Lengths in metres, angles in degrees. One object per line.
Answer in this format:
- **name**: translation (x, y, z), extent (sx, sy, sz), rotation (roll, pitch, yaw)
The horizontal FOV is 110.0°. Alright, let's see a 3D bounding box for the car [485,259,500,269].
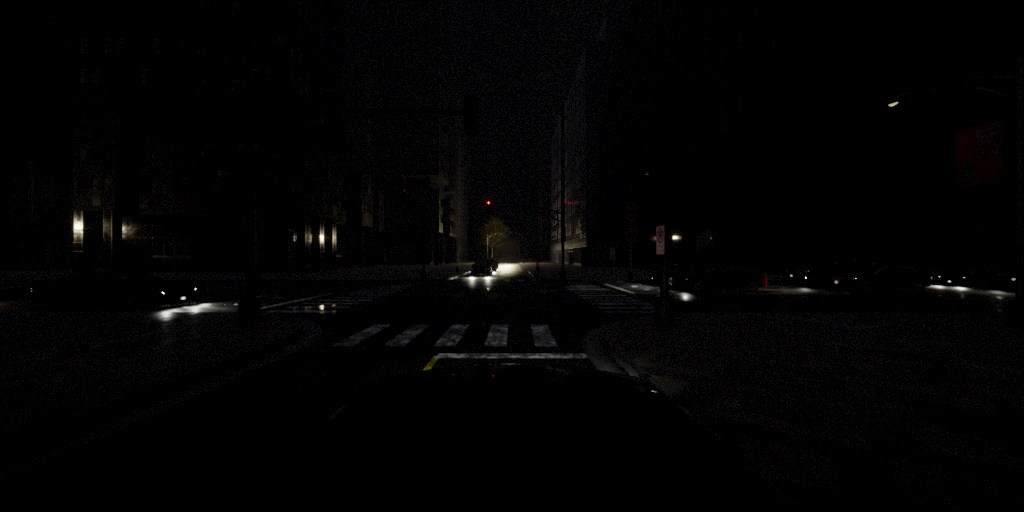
- **car**: translation (-3.126, 1.230, 57.176), extent (2.128, 1.511, 4.902), rotation (0, 0, 0)

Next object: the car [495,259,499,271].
- **car**: translation (-3.115, 1.092, 47.261), extent (2.097, 1.767, 4.553), rotation (0, 0, 0)

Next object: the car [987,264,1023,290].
- **car**: translation (31.944, 1.004, 20.813), extent (5.566, 2.045, 2.150), rotation (0, 0, 0)

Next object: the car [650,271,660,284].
- **car**: translation (11.853, 1.254, 24.161), extent (4.892, 1.490, 1.837), rotation (0, 0, -1)

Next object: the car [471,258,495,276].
- **car**: translation (-3.101, 1.220, 37.480), extent (1.882, 1.535, 5.008), rotation (0, 0, 1)

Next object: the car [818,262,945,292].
- **car**: translation (21.331, 1.258, 20.862), extent (4.902, 1.511, 2.128), rotation (0, 0, 0)

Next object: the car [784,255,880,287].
- **car**: translation (21.585, 0.983, 24.097), extent (5.566, 2.045, 2.150), rotation (0, 0, 1)

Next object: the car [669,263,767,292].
- **car**: translation (12.007, 1.233, 20.905), extent (5.008, 1.535, 1.882), rotation (0, 0, 1)

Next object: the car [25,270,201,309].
- **car**: translation (-15.762, 1.291, 14.306), extent (5.357, 1.411, 2.033), rotation (0, 0, 0)

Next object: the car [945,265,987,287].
- **car**: translation (32.040, 1.323, 24.062), extent (5.357, 1.411, 2.033), rotation (0, 0, 0)
